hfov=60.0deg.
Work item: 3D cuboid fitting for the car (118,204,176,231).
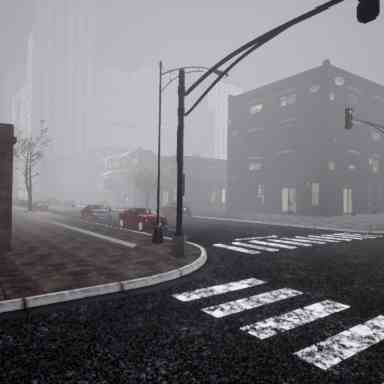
[{"bbox_3d":[-3.142,1.616,20.985,1.887,1.381,4.507,1,-1,-35],"label":"car"}]

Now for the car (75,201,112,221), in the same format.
[{"bbox_3d":[-8.269,1.730,28.383,1.802,1.307,4.206,1,-1,-35],"label":"car"}]

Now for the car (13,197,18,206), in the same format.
[{"bbox_3d":[-31.644,2.082,62.346,1.947,1.339,4.313,1,-1,-35],"label":"car"}]

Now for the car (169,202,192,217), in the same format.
[{"bbox_3d":[-1.794,1.762,34.208,1.967,1.590,4.097,1,-1,-35],"label":"car"}]

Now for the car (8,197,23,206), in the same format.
[{"bbox_3d":[-37.945,1.931,71.445,2.192,1.841,5.009,1,-1,-35],"label":"car"}]

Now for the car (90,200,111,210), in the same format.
[{"bbox_3d":[-14.404,2.039,52.300,1.752,1.417,4.829,1,-1,-35],"label":"car"}]

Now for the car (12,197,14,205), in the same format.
[{"bbox_3d":[-34.795,2.132,66.894,1.947,1.339,4.313,1,-1,-35],"label":"car"}]

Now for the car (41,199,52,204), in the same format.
[{"bbox_3d":[-37.457,2.404,85.447,1.752,1.417,4.829,1,-1,-35],"label":"car"}]

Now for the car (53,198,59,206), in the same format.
[{"bbox_3d":[-27.906,2.307,71.663,1.802,1.307,4.206,1,-1,-35],"label":"car"}]

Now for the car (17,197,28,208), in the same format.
[{"bbox_3d":[-28.673,2.013,58.046,1.887,1.381,4.507,1,-1,-35],"label":"car"}]

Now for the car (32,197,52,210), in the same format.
[{"bbox_3d":[-22.317,1.892,48.780,1.752,1.417,4.829,1,-1,-35],"label":"car"}]

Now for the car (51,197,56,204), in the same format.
[{"bbox_3d":[-34.207,2.141,80.762,2.192,1.841,5.009,1,-1,-35],"label":"car"}]

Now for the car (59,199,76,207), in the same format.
[{"bbox_3d":[-24.755,2.115,67.117,1.967,1.590,4.097,1,-1,-35],"label":"car"}]
